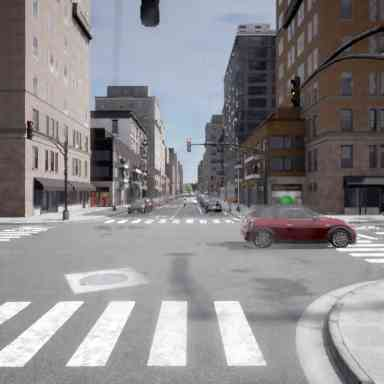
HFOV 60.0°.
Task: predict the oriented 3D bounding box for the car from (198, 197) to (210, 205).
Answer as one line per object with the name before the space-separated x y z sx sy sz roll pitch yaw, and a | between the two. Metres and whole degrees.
car | 2.263 1.647 63.671 2.008 1.369 4.403 0 0 0

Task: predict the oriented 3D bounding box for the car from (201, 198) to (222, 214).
car | 2.276 1.606 36.116 1.947 1.339 4.313 0 0 0

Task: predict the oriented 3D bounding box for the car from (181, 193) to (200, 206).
car | -0.282 1.298 55.256 2.150 2.045 5.566 0 0 0

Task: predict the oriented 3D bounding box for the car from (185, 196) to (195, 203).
car | -0.371 1.664 73.454 2.033 1.411 5.357 0 0 0

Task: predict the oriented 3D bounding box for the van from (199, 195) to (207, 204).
van | 2.261 1.453 69.182 1.690 1.788 3.998 0 0 0

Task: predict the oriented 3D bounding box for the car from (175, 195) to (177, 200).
car | -5.774 1.721 91.221 1.887 1.381 4.507 0 0 0

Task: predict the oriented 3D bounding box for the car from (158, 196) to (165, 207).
car | -5.756 1.653 52.645 1.802 1.307 4.206 0 0 0

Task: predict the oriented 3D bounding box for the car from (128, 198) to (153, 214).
car | -5.749 1.480 36.113 1.967 1.590 4.097 0 0 0

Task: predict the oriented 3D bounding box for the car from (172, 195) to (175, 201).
car | -5.769 1.694 80.199 2.008 1.369 4.403 0 0 0

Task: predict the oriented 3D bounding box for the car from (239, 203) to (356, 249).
car | 4.334 1.328 13.904 4.553 1.767 2.097 0 0 0

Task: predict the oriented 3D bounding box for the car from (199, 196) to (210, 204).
car | 2.271 1.641 47.139 1.802 1.307 4.206 0 0 0

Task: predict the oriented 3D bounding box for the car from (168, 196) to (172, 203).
car | -5.764 1.552 69.178 1.967 1.590 4.097 0 0 0

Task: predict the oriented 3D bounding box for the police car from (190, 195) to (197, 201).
police car | 0.440 1.599 90.193 1.930 1.638 5.238 0 0 0

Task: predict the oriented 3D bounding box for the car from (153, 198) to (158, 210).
car | -5.751 1.489 41.624 1.967 1.590 4.097 0 0 0

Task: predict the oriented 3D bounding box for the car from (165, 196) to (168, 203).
car | -5.759 1.634 58.156 2.008 1.369 4.403 0 0 0

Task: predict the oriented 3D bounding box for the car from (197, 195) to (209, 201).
car | 2.268 1.637 52.649 1.947 1.339 4.313 0 0 0

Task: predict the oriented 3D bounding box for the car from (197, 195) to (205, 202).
car | 2.253 1.600 85.714 1.967 1.590 4.097 0 0 0
